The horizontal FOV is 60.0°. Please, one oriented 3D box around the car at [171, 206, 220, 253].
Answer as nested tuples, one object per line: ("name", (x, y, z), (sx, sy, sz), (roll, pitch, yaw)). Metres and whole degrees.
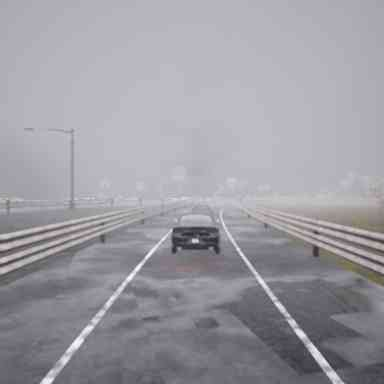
("car", (0.199, 1.616, 14.421), (1.882, 1.535, 5.008), (0, 0, 2))
